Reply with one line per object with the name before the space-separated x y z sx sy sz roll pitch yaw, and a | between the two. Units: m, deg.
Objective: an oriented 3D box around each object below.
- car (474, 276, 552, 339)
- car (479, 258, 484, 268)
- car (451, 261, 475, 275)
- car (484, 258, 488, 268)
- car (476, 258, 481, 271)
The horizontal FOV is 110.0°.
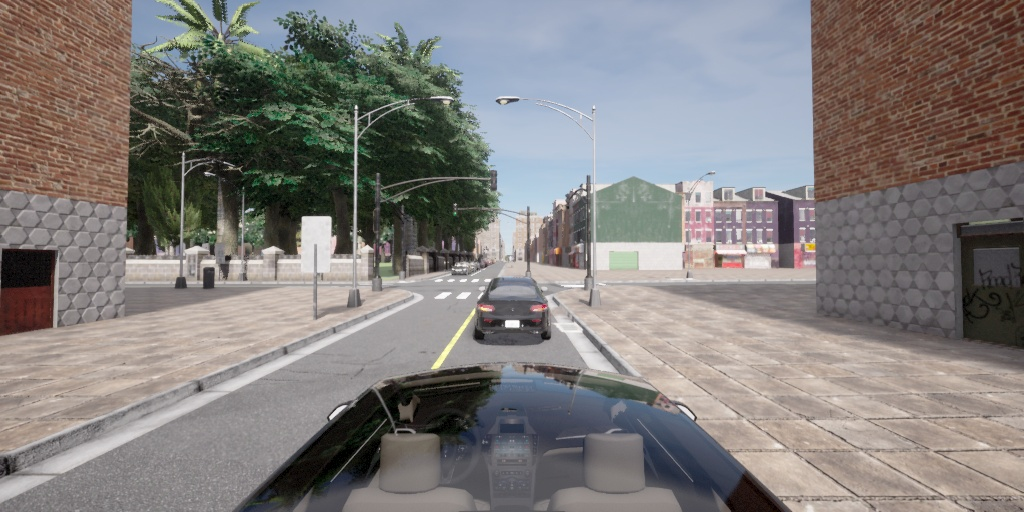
car | 0.031 1.279 9.921 1.812 1.442 4.674 0 0 1
car | -5.555 1.371 51.370 1.948 1.339 4.313 0 0 0
car | -5.493 1.332 38.784 2.007 1.370 4.403 0 0 0
car | -5.632 1.417 62.269 1.802 1.307 4.207 0 0 0
car | -5.517 1.344 45.920 2.007 1.370 4.403 0 0 0
